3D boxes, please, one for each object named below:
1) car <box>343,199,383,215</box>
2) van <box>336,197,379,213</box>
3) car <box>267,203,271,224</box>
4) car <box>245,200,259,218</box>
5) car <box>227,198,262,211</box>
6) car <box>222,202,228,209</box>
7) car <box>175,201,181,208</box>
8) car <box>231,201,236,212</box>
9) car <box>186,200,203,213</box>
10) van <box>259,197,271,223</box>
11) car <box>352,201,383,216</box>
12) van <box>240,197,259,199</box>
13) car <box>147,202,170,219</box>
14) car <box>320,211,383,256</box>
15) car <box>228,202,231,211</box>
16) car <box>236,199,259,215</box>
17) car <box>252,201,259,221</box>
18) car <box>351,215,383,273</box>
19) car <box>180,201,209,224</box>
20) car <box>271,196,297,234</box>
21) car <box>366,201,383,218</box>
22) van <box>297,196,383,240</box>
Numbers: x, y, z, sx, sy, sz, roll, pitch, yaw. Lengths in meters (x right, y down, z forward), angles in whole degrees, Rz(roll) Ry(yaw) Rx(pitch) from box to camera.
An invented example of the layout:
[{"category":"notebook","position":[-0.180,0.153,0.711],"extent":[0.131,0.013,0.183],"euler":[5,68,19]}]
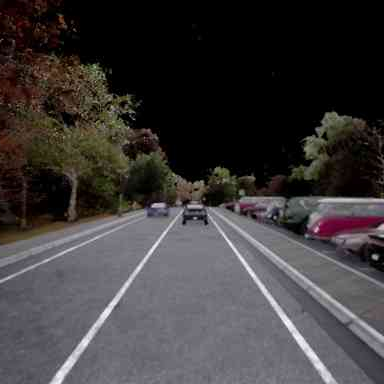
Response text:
[{"category":"car","position":[20.340,1.673,38.609],"extent":[4.553,1.767,2.185],"euler":[0,-1,0]},{"category":"van","position":[20.507,1.615,41.379],"extent":[4.442,1.987,1.878],"euler":[0,-1,0]},{"category":"car","position":[7.192,1.540,19.455],"extent":[4.792,1.488,2.163],"euler":[0,0,0]},{"category":"car","position":[7.189,1.666,27.790],"extent":[4.792,1.488,2.163],"euler":[0,-1,0]},{"category":"car","position":[7.380,1.807,47.217],"extent":[4.553,1.767,2.185],"euler":[0,-1,0]},{"category":"car","position":[7.302,1.637,44.448],"extent":[5.566,2.045,2.435],"euler":[0,-1,0]},{"category":"car","position":[-2.819,2.699,73.712],"extent":[2.128,1.511,4.902],"euler":[0,-2,0]},{"category":"car","position":[7.296,1.844,38.892],"extent":[4.674,1.452,2.002],"euler":[0,-1,0]},{"category":"car","position":[0.342,1.872,42.819],"extent":[2.128,1.511,4.902],"euler":[0,-1,0]},{"category":"van","position":[7.065,1.326,22.242],"extent":[4.442,1.987,1.878],"euler":[0,-1,0]},{"category":"car","position":[20.348,1.759,35.962],"extent":[5.008,1.535,2.097],"euler":[0,-1,0]},{"category":"van","position":[7.391,1.536,36.120],"extent":[4.442,1.987,1.878],"euler":[0,-1,0]},{"category":"car","position":[-3.172,1.743,32.107],"extent":[1.812,1.442,4.674],"euler":[0,-1,0]},{"category":"car","position":[7.110,1.529,11.153],"extent":[4.674,1.452,2.002],"euler":[0,0,0]},{"category":"car","position":[7.341,1.875,41.667],"extent":[4.792,1.488,2.163],"euler":[0,-1,0]},{"category":"car","position":[7.261,1.720,33.341],"extent":[5.008,1.535,2.097],"euler":[0,-1,0]},{"category":"car","position":[7.203,1.634,25.013],"extent":[4.674,1.452,2.002],"euler":[0,-1,0]},{"category":"car","position":[7.083,1.491,8.377],"extent":[5.008,1.535,2.097],"euler":[0,0,0]},{"category":"car","position":[0.240,1.649,26.138],"extent":[1.837,1.490,4.892],"euler":[0,-1,0]},{"category":"car","position":[7.173,1.232,16.705],"extent":[5.566,2.045,2.435],"euler":[0,0,0]},{"category":"car","position":[20.329,1.715,33.067],"extent":[5.008,1.535,2.097],"euler":[0,-1,0]},{"category":"van","position":[7.009,1.260,13.930],"extent":[4.442,1.987,1.878],"euler":[0,0,0]}]
